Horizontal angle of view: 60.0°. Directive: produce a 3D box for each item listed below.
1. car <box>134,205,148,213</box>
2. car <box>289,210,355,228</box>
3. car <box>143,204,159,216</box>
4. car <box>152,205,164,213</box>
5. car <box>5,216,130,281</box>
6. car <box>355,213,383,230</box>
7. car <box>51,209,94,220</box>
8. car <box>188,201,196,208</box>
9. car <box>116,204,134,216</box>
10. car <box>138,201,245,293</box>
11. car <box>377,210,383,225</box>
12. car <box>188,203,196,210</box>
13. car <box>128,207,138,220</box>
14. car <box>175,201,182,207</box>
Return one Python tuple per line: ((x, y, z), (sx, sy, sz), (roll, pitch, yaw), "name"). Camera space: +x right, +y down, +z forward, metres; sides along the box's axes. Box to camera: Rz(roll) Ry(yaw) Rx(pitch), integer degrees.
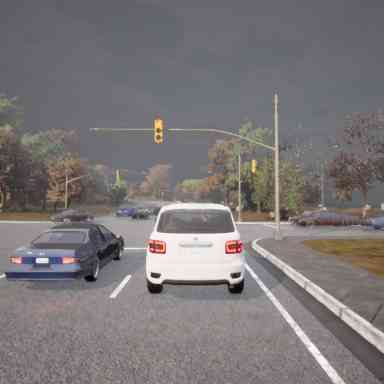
((-10.495, 3.430, 69.064), (2.033, 1.411, 5.357), (0, 0, 0), "car")
((11.719, 2.394, 29.188), (5.357, 1.411, 2.033), (0, -3, -1), "car")
((-7.079, 3.061, 57.678), (2.150, 2.045, 5.566), (0, -1, 0), "car")
((-6.995, 3.489, 69.173), (1.895, 1.301, 4.718), (0, 0, 0), "car")
((-3.417, 1.666, 10.086), (2.033, 1.411, 5.357), (0, -1, 0), "car")
((15.908, 2.230, 25.530), (5.357, 1.411, 2.033), (0, -3, -3), "car")
((-13.036, 2.686, 36.574), (1.837, 1.490, 4.892), (1, -2, 34), "car")
((-0.111, 3.307, 87.849), (1.837, 1.490, 4.892), (0, 0, -3), "car")
((-10.591, 2.983, 53.315), (2.150, 2.045, 5.566), (0, -1, 0), "car")
((0.084, 1.322, 9.232), (2.150, 2.045, 5.566), (0, -1, 0), "car")
((21.420, 2.513, 33.066), (4.902, 1.511, 2.128), (0, -3, -3), "car")
((0.005, 3.350, 77.697), (1.837, 1.490, 4.892), (0, 0, 0), "car")
((-7.083, 3.154, 45.850), (1.895, 1.301, 4.718), (0, -2, -1), "car")
((-3.588, 3.113, 87.496), (1.882, 1.535, 5.008), (0, 0, -3), "car")
